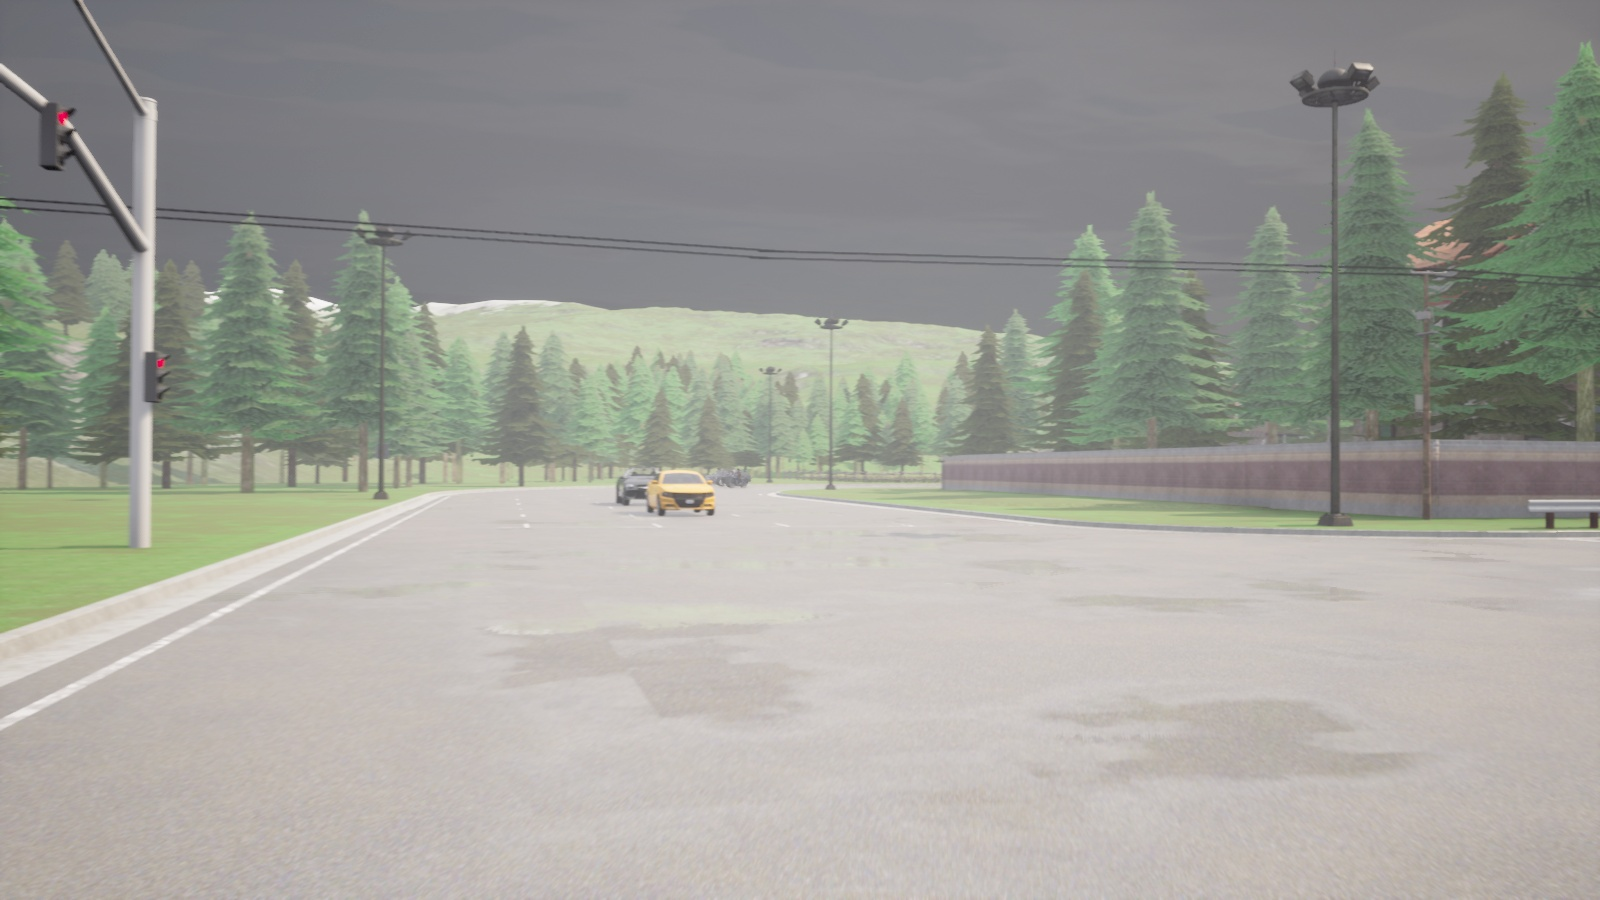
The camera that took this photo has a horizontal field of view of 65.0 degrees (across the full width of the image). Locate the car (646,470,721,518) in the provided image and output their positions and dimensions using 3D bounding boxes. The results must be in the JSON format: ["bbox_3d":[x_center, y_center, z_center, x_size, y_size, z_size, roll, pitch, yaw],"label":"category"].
[{"bbox_3d":[-4.069,1.459,43.089,1.882,1.535,5.008,0,-1,-13],"label":"car"}]

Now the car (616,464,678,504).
[{"bbox_3d":[-6.655,1.436,54.161,2.152,1.651,5.027,0,-1,-13],"label":"car"}]
